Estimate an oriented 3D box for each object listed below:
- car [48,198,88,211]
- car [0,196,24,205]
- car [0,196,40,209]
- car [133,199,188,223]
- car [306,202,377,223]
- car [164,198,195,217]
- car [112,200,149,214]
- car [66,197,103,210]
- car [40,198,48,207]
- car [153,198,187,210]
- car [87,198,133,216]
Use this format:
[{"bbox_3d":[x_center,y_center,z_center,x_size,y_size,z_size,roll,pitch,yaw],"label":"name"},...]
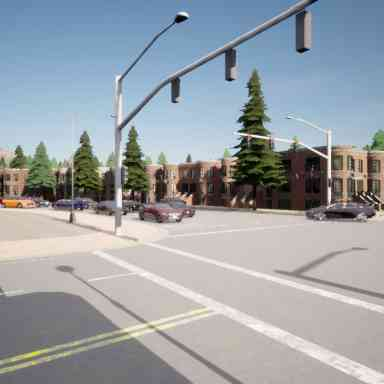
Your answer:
[{"bbox_3d":[-14.898,1.601,40.030,4.718,1.301,1.895,0,0,38],"label":"car"},{"bbox_3d":[-32.659,1.478,59.056,5.008,1.535,1.882,0,0,9],"label":"car"},{"bbox_3d":[-23.615,1.352,45.436,4.553,1.767,2.097,0,0,25],"label":"car"},{"bbox_3d":[-2.543,1.526,25.566,1.812,1.442,4.674,0,0,-35],"label":"car"},{"bbox_3d":[11.443,1.491,25.689,4.902,1.511,2.128,0,1,20],"label":"car"},{"bbox_3d":[-1.553,1.564,30.084,1.994,1.385,4.181,0,0,-37],"label":"car"},{"bbox_3d":[-6.908,1.601,37.017,1.895,1.301,4.718,0,0,-41],"label":"car"},{"bbox_3d":[-14.256,1.492,43.852,4.902,1.511,2.128,0,0,36],"label":"car"},{"bbox_3d":[-23.202,1.492,49.116,4.902,1.511,2.128,0,0,23],"label":"car"},{"bbox_3d":[-2.958,1.505,43.405,1.837,1.490,4.892,1,0,-42],"label":"car"},{"bbox_3d":[-8.215,1.547,33.250,2.033,1.411,5.357,0,0,-38],"label":"car"}]
